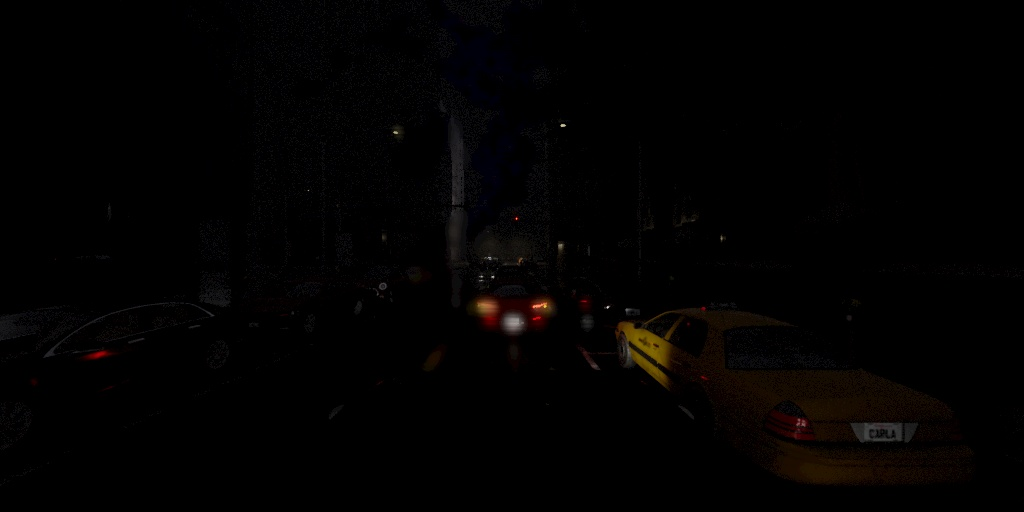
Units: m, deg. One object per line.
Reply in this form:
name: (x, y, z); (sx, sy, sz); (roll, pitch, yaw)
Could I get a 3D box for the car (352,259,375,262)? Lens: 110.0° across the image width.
car: (-13.160, 1.015, 32.629); (4.902, 1.511, 2.128); (1, 0, 0)

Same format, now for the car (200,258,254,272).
car: (-26.333, 0.867, 32.594); (4.718, 1.301, 1.895); (1, 0, 0)

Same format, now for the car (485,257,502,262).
car: (-3.133, 1.328, 57.953); (1.994, 1.385, 4.181); (0, 0, 0)

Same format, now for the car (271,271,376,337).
car: (-5.769, 1.295, 10.254); (1.888, 1.381, 4.507); (0, 0, 0)

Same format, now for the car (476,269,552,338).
car: (0.063, 1.276, 10.097); (1.812, 1.442, 4.674); (0, 0, 0)

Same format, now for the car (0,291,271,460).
car: (-5.764, 1.300, 4.797); (2.007, 1.370, 4.403); (0, 0, 0)

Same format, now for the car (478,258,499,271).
car: (-3.138, 1.285, 47.985); (1.812, 1.442, 4.674); (0, 0, 0)

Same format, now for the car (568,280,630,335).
car: (2.756, 1.316, 10.263); (1.948, 1.339, 4.313); (0, 0, 0)

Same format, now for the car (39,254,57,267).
car: (-48.218, 0.417, 35.684); (4.181, 1.385, 1.994); (1, 0, 0)

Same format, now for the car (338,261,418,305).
car: (-5.774, 1.190, 15.711); (1.967, 1.591, 4.097); (0, 0, 0)

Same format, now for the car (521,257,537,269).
car: (2.719, 1.201, 53.145); (1.967, 1.591, 4.097); (0, 0, 0)

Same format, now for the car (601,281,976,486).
car: (2.761, 1.275, 4.976); (1.751, 1.417, 4.829); (0, 0, 0)

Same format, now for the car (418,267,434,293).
car: (-5.778, 1.277, 20.997); (1.751, 1.417, 4.829); (0, 0, 0)

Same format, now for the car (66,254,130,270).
car: (-37.637, 0.577, 32.562); (4.674, 1.442, 1.812); (1, 0, 0)

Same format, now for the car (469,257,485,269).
car: (-5.811, 1.079, 58.575); (2.192, 1.841, 5.009); (0, 0, 0)

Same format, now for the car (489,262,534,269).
car: (0.004, 1.256, 18.964); (1.837, 1.490, 4.892); (0, 0, 0)
